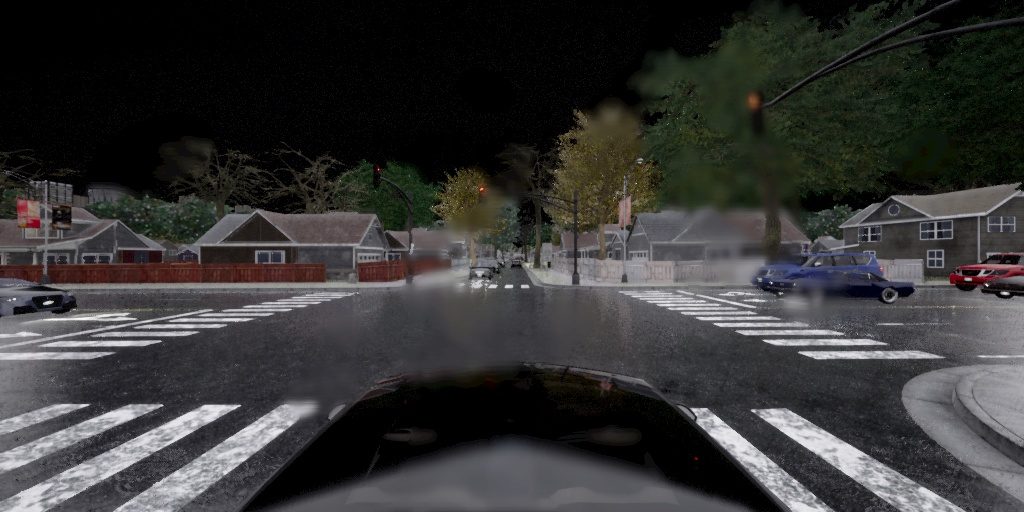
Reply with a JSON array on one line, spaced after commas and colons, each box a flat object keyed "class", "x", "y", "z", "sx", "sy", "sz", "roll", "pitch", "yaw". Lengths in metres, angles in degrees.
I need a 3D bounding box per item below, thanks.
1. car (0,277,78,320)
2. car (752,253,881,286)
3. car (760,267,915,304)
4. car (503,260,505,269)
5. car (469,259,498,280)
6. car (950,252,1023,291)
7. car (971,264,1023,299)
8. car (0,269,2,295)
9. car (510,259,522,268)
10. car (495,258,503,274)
[{"class": "car", "x": -17.589, "y": 1.410, "z": 12.112, "sx": 4.181, "sy": 1.385, "sz": 1.994, "roll": 0, "pitch": 0, "yaw": 1}, {"class": "car", "x": 15.487, "y": 0.868, "z": 18.277, "sx": 5.566, "sy": 2.045, "sz": 2.150, "roll": 0, "pitch": 0, "yaw": 1}, {"class": "car", "x": 13.557, "y": 1.260, "z": 15.045, "sx": 4.718, "sy": 1.301, "sz": 1.895, "roll": 0, "pitch": 0, "yaw": 1}, {"class": "car", "x": -2.188, "y": 1.143, "z": 59.365, "sx": 2.097, "sy": 1.767, "sz": 4.553, "roll": 0, "pitch": 0, "yaw": 1}, {"class": "car", "x": -2.615, "y": 1.255, "z": 31.448, "sx": 2.128, "sy": 1.511, "sz": 4.902, "roll": 0, "pitch": 0, "yaw": 0}, {"class": "car", "x": 25.853, "y": 0.811, "z": 18.091, "sx": 5.566, "sy": 2.045, "sz": 2.150, "roll": 0, "pitch": 0, "yaw": 1}, {"class": "car", "x": 23.207, "y": 1.153, "z": 14.888, "sx": 5.357, "sy": 1.411, "sz": 2.033, "roll": 0, "pitch": 0, "yaw": 1}, {"class": "car", "x": -31.133, "y": 1.473, "z": 19.034, "sx": 5.357, "sy": 1.411, "sz": 2.033, "roll": 0, "pitch": 0, "yaw": 1}, {"class": "car", "x": 0.747, "y": 1.300, "z": 61.391, "sx": 1.837, "sy": 1.490, "sz": 4.892, "roll": 0, "pitch": 0, "yaw": 1}, {"class": "car", "x": -2.465, "y": 1.125, "z": 41.740, "sx": 2.097, "sy": 1.767, "sz": 4.553, "roll": 0, "pitch": 0, "yaw": 1}]
